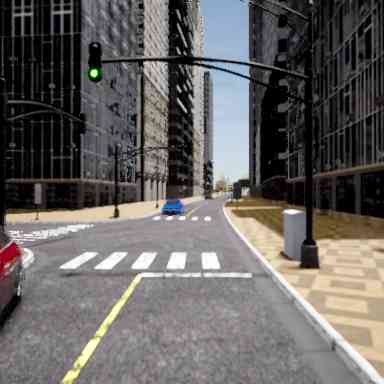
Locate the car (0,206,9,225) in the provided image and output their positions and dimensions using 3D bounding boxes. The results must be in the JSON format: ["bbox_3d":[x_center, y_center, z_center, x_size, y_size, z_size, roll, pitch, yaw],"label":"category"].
[{"bbox_3d":[-16.638,1.843,25.293,4.403,1.369,2.008,-1,1,9],"label":"car"}]

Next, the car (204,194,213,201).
[{"bbox_3d":[4.128,1.308,82.897,1.882,1.535,5.008,0,0,9],"label":"car"}]

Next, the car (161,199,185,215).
[{"bbox_3d":[-1.804,1.486,33.035,1.882,1.535,5.008,0,1,5],"label":"car"}]

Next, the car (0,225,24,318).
[{"bbox_3d":[-3.960,1.283,4.909,2.097,1.767,4.553,3,0,-17],"label":"car"}]
